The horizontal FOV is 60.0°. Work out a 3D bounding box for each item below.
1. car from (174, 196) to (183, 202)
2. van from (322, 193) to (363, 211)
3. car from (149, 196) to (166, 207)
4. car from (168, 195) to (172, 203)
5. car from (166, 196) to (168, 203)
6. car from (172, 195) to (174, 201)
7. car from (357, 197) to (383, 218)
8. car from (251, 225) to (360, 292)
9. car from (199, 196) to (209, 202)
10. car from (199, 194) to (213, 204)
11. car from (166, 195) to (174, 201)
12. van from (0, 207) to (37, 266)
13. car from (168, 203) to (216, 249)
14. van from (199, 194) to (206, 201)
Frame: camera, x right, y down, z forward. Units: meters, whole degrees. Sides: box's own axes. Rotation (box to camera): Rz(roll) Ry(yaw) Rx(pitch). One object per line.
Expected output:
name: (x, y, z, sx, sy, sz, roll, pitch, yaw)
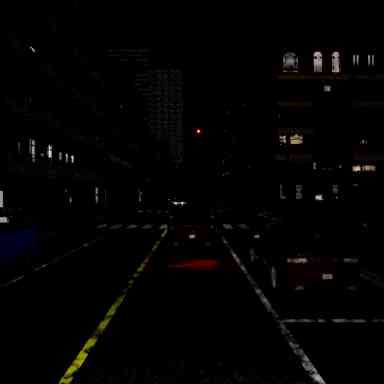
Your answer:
car: (-3.000, 1.569, 77.860, 1.895, 1.301, 4.718, 0, 0, 0)
van: (15.641, 1.033, 34.385, 3.998, 1.788, 1.690, -1, 1, -1)
car: (-5.697, 1.559, 52.291, 2.008, 1.369, 4.403, 0, 0, 0)
car: (-5.699, 1.461, 68.874, 1.967, 1.590, 4.097, -1, 0, 0)
car: (-5.698, 1.578, 57.818, 1.947, 1.339, 4.313, 0, 0, 0)
car: (-5.698, 1.608, 74.402, 1.802, 1.307, 4.206, -1, 0, 0)
car: (15.763, 1.326, 26.011, 4.313, 1.339, 1.947, -1, 1, -1)
car: (2.683, 1.541, 8.814, 1.887, 1.381, 4.507, 0, 0, 0)
car: (2.683, 1.577, 74.396, 2.008, 1.369, 4.403, -1, 0, 0)
car: (2.681, 1.452, 57.813, 1.967, 1.590, 4.097, -1, 0, 0)
car: (-5.698, 1.562, 85.288, 1.752, 1.417, 4.829, -1, 0, 0)
van: (-5.699, 1.338, 8.814, 1.690, 1.788, 3.998, 0, 0, 0)
car: (0.000, 1.482, 14.651, 1.882, 1.535, 5.008, 0, 0, 0)
van: (2.681, 1.378, 85.452, 1.690, 1.788, 3.998, -1, 0, 0)
